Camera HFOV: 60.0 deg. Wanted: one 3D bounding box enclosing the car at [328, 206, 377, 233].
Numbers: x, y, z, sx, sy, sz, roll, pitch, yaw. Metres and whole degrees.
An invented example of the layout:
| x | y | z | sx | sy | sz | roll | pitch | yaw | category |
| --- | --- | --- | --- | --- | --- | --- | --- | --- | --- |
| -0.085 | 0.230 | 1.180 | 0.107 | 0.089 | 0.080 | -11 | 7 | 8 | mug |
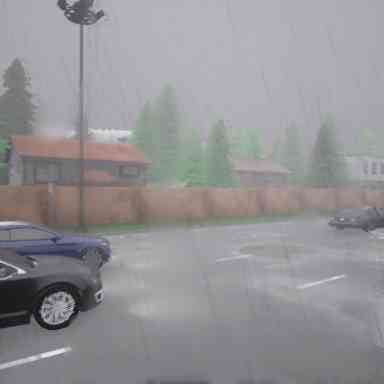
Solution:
| x | y | z | sx | sy | sz | roll | pitch | yaw | category |
| --- | --- | --- | --- | --- | --- | --- | --- | --- | --- |
| 10.283 | 1.550 | 19.681 | 5.357 | 1.411 | 2.033 | 0 | 0 | -35 | car |

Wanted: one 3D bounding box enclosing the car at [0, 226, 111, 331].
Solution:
| x | y | z | sx | sy | sz | roll | pitch | yaw | category |
| --- | --- | --- | --- | --- | --- | --- | --- | --- | --- |
| -3.897 | 1.505 | 5.266 | 4.892 | 1.490 | 1.837 | 0 | 0 | -36 | car |

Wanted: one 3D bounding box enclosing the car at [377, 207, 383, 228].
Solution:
| x | y | z | sx | sy | sz | roll | pitch | yaw | category |
| --- | --- | --- | --- | --- | --- | --- | --- | --- | --- |
| 11.287 | 1.480 | 16.097 | 5.008 | 1.535 | 1.882 | 0 | 0 | -36 | car |

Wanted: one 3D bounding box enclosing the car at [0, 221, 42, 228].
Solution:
| x | y | z | sx | sy | sz | roll | pitch | yaw | category |
| --- | --- | --- | --- | --- | --- | --- | --- | --- | --- |
| -4.563 | 1.526 | 9.073 | 4.674 | 1.442 | 1.812 | 0 | 0 | -35 | car |
